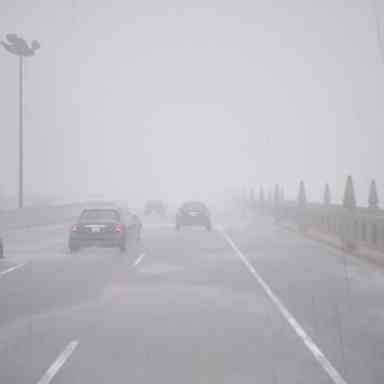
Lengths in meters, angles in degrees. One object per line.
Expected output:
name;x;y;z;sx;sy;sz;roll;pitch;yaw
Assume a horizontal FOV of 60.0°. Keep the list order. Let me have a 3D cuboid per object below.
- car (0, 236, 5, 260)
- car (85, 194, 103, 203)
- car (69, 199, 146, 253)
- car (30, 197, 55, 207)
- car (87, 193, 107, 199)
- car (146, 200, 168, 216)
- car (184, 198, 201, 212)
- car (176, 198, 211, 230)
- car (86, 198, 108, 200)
car;-6.909;1.354;8.551;2.097;1.767;4.553;0;0;0
car;-17.551;1.146;59.900;1.812;1.442;4.674;0;0;0
car;-3.412;1.353;13.923;2.097;1.767;4.553;0;0;0
car;-21.055;1.515;47.127;1.837;1.490;4.892;0;-1;0
car;-14.047;1.229;49.251;2.150;2.045;5.566;0;0;0
car;-3.427;1.507;32.085;1.837;1.490;4.892;0;0;0
car;0.056;1.479;39.282;1.882;1.535;5.008;0;0;0
car;0.083;1.353;21.387;2.097;1.767;4.553;0;0;0
car;-6.922;1.508;26.640;1.837;1.490;4.892;0;0;0
